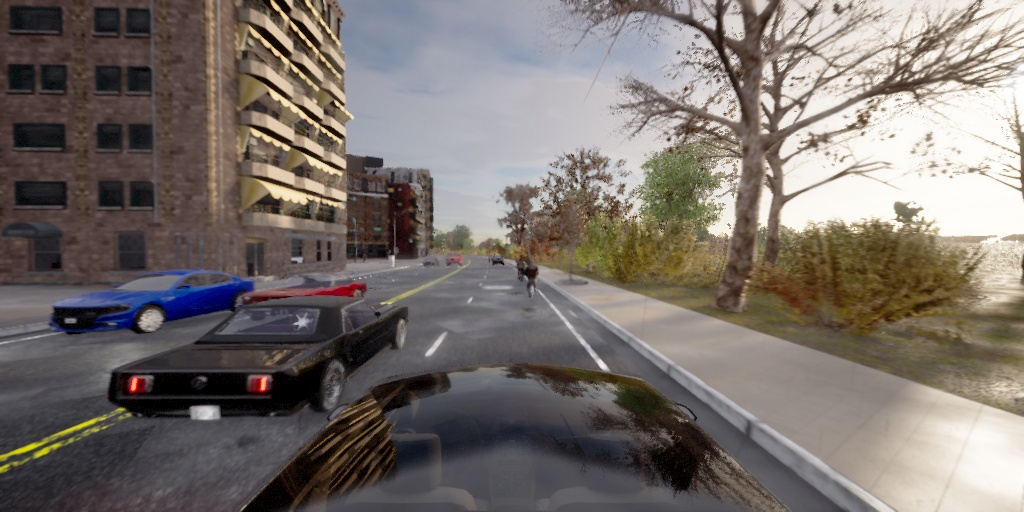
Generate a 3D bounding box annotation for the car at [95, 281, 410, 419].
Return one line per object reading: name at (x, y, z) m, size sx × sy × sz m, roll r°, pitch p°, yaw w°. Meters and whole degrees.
car at (-3.178, 1.313, 5.926) m, size 1.895 × 1.301 × 4.718 m, roll 0°, pitch 1°, yaw 0°

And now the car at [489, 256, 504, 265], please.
car at (-2.346, 0.665, 58.829) m, size 1.837 × 1.490 × 4.892 m, roll 0°, pitch 1°, yaw -5°

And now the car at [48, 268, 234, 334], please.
car at (-9.928, 1.153, 10.530) m, size 1.882 × 1.535 × 5.008 m, roll 0°, pitch 1°, yaw -1°

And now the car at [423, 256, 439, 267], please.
car at (-11.716, 0.755, 52.040) m, size 1.837 × 1.490 × 4.892 m, roll 0°, pitch 1°, yaw -4°

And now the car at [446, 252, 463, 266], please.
car at (-8.567, 0.447, 53.580) m, size 2.150 × 2.045 × 5.566 m, roll 0°, pitch 1°, yaw -4°

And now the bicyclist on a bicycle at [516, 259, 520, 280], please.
bicyclist on a bicycle at (0.540, 0.984, 22.969) m, size 0.582 × 1.620 × 1.656 m, roll 0°, pitch 0°, yaw -2°

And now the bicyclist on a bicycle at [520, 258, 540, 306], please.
bicyclist on a bicycle at (0.765, 0.995, 13.976) m, size 0.659 × 1.776 × 1.843 m, roll 0°, pitch 0°, yaw -1°

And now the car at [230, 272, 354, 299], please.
car at (-6.698, 1.255, 12.145) m, size 1.895 × 1.301 × 4.718 m, roll 0°, pitch 1°, yaw -1°
